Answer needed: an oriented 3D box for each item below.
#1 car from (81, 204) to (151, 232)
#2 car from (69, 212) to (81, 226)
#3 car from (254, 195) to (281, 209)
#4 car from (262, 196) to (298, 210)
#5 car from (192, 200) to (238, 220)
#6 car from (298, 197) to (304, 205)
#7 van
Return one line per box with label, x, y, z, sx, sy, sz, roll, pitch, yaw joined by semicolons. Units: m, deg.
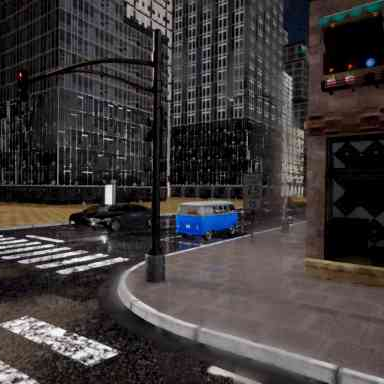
car;-3.995;1.466;20.115;1.812;1.442;4.674;1;1;37
car;-5.933;1.467;21.864;1.947;1.339;4.313;1;1;36
car;10.136;1.293;44.380;1.967;1.590;4.097;1;1;36
car;10.883;1.248;40.919;2.097;1.767;4.553;1;1;36
car;2.042;1.484;28.584;1.994;1.385;4.181;1;1;35
car;16.464;1.364;53.250;1.752;1.417;4.829;1;1;36
van;0.891;1.368;16.993;1.690;1.788;3.998;1;1;36
